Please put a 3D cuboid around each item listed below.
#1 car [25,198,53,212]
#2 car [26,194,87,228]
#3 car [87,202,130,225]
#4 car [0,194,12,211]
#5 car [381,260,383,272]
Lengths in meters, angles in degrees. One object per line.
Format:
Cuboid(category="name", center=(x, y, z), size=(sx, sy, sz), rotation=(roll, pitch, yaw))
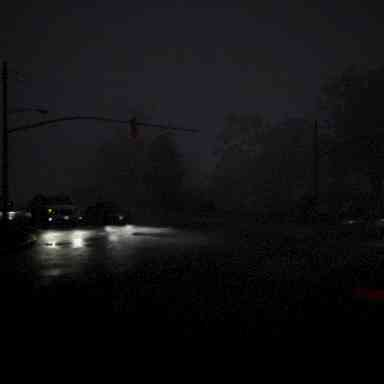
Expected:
Cuboid(category="car", center=(-18.153, 1.483, 39.396), size=(1.882, 1.535, 5.008), rotation=(0, 0, -39))
Cuboid(category="car", center=(-9.430, 1.207, 22.765), size=(2.150, 2.045, 5.566), rotation=(0, 0, -38))
Cuboid(category="car", center=(-6.243, 1.473, 24.330), size=(2.128, 1.511, 4.902), rotation=(0, 0, -37))
Cuboid(category="car", center=(-23.573, 1.248, 40.555), size=(2.150, 2.045, 5.566), rotation=(0, 0, -39))
Cuboid(category="car", center=(7.094, 1.525, 8.810), size=(5.357, 1.411, 2.033), rotation=(0, 0, -36))
